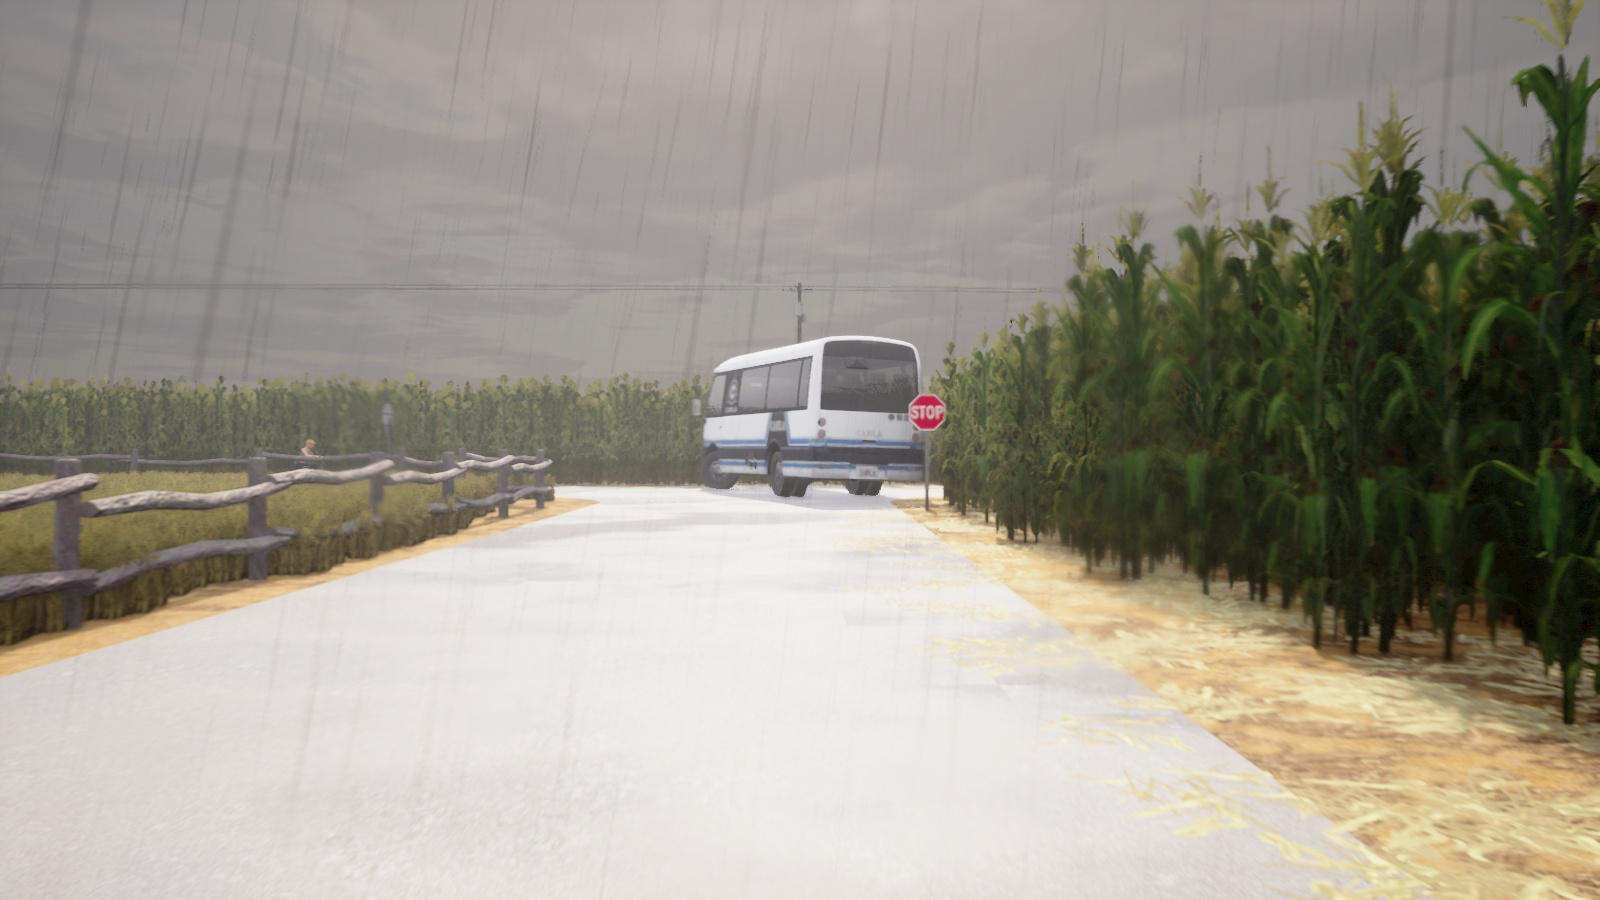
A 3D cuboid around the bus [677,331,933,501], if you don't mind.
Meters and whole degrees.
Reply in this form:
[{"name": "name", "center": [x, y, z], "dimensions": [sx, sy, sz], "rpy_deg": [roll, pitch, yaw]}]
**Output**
[{"name": "bus", "center": [-0.263, -0.840, 37.355], "dimensions": [3.944, 4.253, 10.273], "rpy_deg": [2, -1, -22]}]
